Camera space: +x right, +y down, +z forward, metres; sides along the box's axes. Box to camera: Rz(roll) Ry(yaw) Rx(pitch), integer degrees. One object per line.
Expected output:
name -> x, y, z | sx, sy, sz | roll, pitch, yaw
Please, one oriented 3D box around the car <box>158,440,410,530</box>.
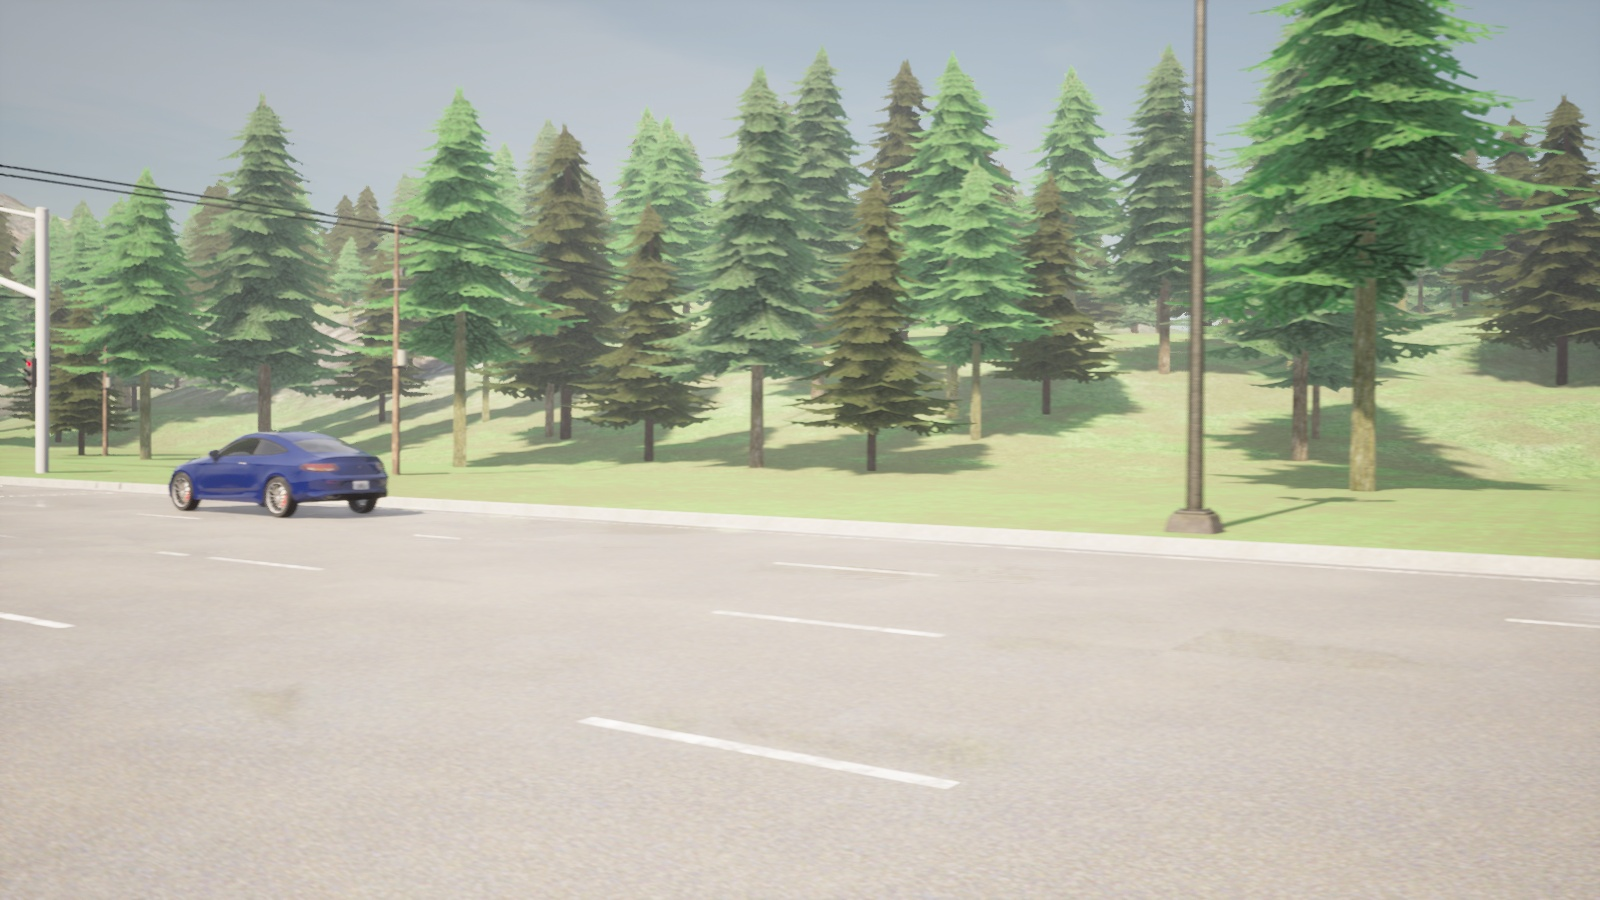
car -> -9.233, 0.557, 22.330 | 4.674, 1.442, 1.812 | 0, 1, 33
